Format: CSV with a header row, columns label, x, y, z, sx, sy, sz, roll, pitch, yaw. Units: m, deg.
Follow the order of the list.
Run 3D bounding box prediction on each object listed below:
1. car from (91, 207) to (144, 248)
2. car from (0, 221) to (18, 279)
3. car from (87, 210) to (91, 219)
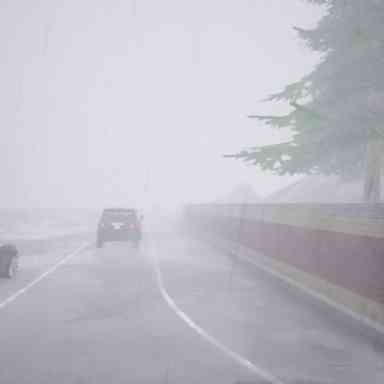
label,x,y,z,sx,sy,sz,roll,pitch,yaw
car,-3.923,1.861,18.517,2.150,2.045,5.566,2,-2,-8
car,-5.864,1.660,7.944,1.882,1.535,5.008,2,-2,-8
car,-13.084,3.033,46.600,1.812,1.442,4.674,1,-2,8
